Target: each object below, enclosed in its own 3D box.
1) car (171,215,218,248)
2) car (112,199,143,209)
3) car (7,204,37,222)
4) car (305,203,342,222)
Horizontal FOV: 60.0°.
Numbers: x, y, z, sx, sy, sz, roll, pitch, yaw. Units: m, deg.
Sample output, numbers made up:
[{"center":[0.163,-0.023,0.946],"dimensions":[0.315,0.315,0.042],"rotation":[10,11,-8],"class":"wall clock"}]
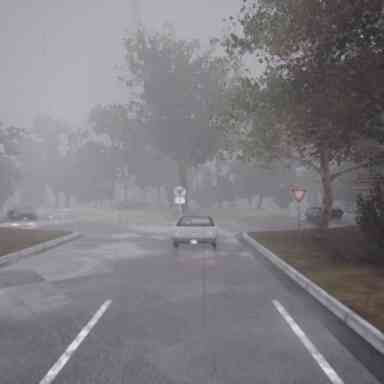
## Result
[{"center":[0.257,1.725,15.557],"dimensions":[1.895,1.301,4.718],"rotation":[0,0,4],"class":"car"},{"center":[-9.976,1.901,51.725],"dimensions":[4.902,1.511,2.128],"rotation":[0,-1,-29],"class":"car"},{"center":[-14.977,1.778,29.113],"dimensions":[2.033,1.411,5.357],"rotation":[0,0,-34],"class":"car"},{"center":[11.418,1.719,28.642],"dimensions":[2.128,1.511,4.902],"rotation":[0,0,40],"class":"car"}]
